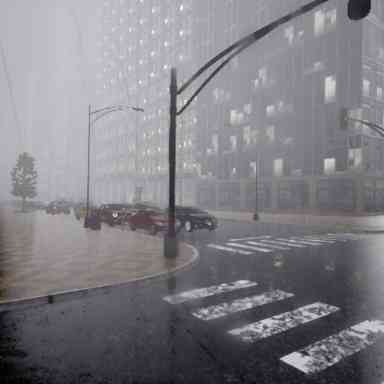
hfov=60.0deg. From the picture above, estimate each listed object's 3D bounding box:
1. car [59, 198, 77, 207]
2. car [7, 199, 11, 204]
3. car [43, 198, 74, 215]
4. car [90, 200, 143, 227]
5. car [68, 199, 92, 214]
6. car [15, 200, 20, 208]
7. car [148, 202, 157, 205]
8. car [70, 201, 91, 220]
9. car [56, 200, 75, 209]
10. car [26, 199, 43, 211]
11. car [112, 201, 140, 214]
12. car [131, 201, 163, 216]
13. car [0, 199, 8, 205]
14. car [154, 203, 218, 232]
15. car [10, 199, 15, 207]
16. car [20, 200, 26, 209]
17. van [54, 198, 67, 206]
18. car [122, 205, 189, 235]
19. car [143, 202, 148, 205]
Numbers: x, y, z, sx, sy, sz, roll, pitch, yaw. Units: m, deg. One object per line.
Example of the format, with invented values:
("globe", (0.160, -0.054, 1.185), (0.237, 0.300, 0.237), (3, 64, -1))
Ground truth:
("car", (-24.735, 2.037, 66.079), (2.192, 1.841, 5.009), (1, -1, -35))
("car", (-34.860, 2.210, 65.926), (1.802, 1.307, 4.206), (1, -1, -35))
("car", (-15.300, 1.739, 37.995), (1.967, 1.590, 4.097), (1, -1, -35))
("car", (-5.520, 1.575, 24.029), (1.967, 1.590, 4.097), (1, -1, -35))
("car", (-11.998, 1.818, 37.830), (2.128, 1.511, 4.902), (1, -1, -35))
("car", (-28.339, 2.063, 56.615), (1.887, 1.381, 4.507), (1, -1, -35))
("car", (-5.054, 1.836, 33.470), (1.812, 1.442, 4.674), (1, -1, -35))
("car", (-8.682, 1.714, 28.544), (1.752, 1.417, 4.829), (1, -1, -35))
("car", (-21.925, 2.100, 57.565), (1.837, 1.490, 4.892), (1, -1, -35))
("car", (-21.820, 1.960, 47.304), (2.008, 1.369, 4.403), (1, -1, -35))
("car", (-8.532, 1.975, 42.938), (1.752, 1.417, 4.829), (1, -1, -35))
("car", (-5.175, 1.834, 38.145), (1.967, 1.590, 4.097), (1, -1, -35))
("car", (-41.380, 2.288, 75.237), (2.008, 1.369, 4.403), (1, -1, -35))
("car", (-0.313, 1.635, 21.119), (1.837, 1.490, 4.892), (1, -1, -33))
("car", (-31.600, 2.124, 61.270), (2.008, 1.369, 4.403), (1, -1, -35))
("car", (-25.080, 2.030, 51.960), (1.947, 1.339, 4.313), (1, -1, -35))
("van", (-27.995, 2.118, 70.734), (1.690, 1.788, 3.998), (1, -1, -35))
("car", (-2.260, 1.663, 19.371), (1.802, 1.307, 4.206), (1, -1, -35))
("car", (-6.078, 1.731, 29.356), (1.837, 1.490, 4.892), (1, -1, -35))
